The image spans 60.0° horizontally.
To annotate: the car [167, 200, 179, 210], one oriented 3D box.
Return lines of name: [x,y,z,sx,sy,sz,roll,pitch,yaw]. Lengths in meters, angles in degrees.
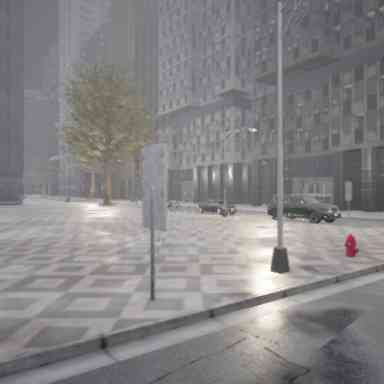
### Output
car: [-3.532,1.558,41.330,1.895,1.301,4.718,0,0,-36]

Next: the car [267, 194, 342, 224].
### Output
car: [8.243,1.213,24.989,2.150,2.045,5.566,0,0,-36]

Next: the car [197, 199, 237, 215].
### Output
car: [2.399,1.479,33.093,1.837,1.490,4.892,0,0,-36]
